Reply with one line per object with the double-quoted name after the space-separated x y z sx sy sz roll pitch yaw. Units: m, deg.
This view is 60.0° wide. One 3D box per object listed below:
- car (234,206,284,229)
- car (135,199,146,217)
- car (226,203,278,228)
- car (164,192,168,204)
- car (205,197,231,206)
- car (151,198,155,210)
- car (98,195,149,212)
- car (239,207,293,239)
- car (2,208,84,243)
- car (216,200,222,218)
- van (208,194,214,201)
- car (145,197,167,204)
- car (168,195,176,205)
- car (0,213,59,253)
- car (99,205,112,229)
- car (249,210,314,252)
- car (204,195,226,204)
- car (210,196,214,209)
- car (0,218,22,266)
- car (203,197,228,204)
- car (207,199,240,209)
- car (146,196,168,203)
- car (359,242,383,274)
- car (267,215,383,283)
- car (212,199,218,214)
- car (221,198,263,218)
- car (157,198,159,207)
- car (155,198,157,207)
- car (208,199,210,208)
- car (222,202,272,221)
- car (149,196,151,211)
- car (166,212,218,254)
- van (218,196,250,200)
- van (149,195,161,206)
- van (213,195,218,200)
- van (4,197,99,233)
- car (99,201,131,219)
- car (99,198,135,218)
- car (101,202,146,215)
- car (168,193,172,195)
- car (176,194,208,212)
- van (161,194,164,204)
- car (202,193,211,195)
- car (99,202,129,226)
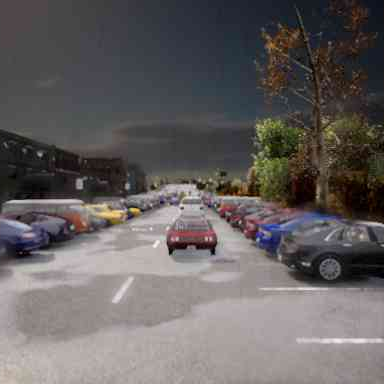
4.920 1.667 17.826 4.792 1.488 2.163 0 -1 0 "car"
-7.503 1.752 31.871 5.366 1.575 1.946 0 0 0 "car"
4.893 1.662 20.774 5.008 1.535 2.097 0 0 0 "car"
-7.737 1.564 60.146 5.566 2.045 2.435 0 1 0 "car"
4.873 1.790 63.024 4.892 1.521 2.231 0 1 0 "car"
-7.702 1.849 43.173 5.008 1.535 2.097 0 0 0 "car"
-7.662 1.527 34.698 5.566 2.045 2.435 0 0 0 "car"
4.888 1.614 15.003 5.008 1.535 2.097 0 -1 0 "car"
-7.705 1.643 14.917 4.792 1.488 2.163 0 0 0 "car"
4.887 1.733 29.245 5.008 1.535 2.097 0 0 0 "car"
4.755 1.648 46.064 4.442 1.987 1.878 0 0 0 "van"
-7.715 1.750 71.451 4.674 1.452 2.002 0 1 0 "car"
-3.327 1.820 64.861 1.812 1.442 4.674 0 1 1 "car"
-7.671 1.629 12.091 4.674 1.452 2.002 0 0 0 "car"
-7.682 1.700 20.568 4.674 1.452 2.002 0 0 0 "car"
4.890 1.590 12.179 5.008 1.535 2.097 0 0 0 "car"
4.831 1.585 71.494 4.553 1.767 2.185 0 1 0 "car"
4.845 1.702 40.540 4.553 1.767 2.185 0 0 0 "car"
-7.674 1.606 9.265 4.674 1.452 2.002 0 -1 0 "car"
4.859 1.735 68.796 5.008 1.535 2.097 0 1 0 "car"
4.867 1.889 51.843 5.008 1.535 2.097 0 1 0 "car"
-7.717 1.724 74.276 4.674 1.452 2.002 0 1 0 "car"
4.912 1.517 3.709 4.892 1.521 2.231 0 -1 0 "car"
4.893 1.567 9.355 4.892 1.521 2.231 0 -1 0 "car"
4.885 1.780 34.767 4.892 1.521 2.231 0 0 0 "car"
4.915 1.584 26.422 4.553 1.767 2.185 0 0 0 "car"
-7.698 1.932 48.833 4.674 1.452 2.002 0 0 0 "car"
-7.701 1.913 45.998 4.674 1.452 2.002 0 0 0 "car"
4.907 1.879 43.236 4.792 1.488 2.163 0 -1 0 "car"
4.881 1.685 23.598 5.008 1.535 2.097 0 0 0 "car"
-7.663 1.700 40.348 4.553 1.767 2.185 0 0 0 "car"
-0.009 1.727 14.092 1.895 1.301 4.718 0 0 0 "car"
4.996 1.529 31.943 4.442 1.987 1.878 0 0 0 "van"
-7.586 1.663 51.790 4.442 1.987 1.878 0 0 0 "van"
4.995 1.577 37.594 4.442 1.987 1.878 0 -1 0 "van"
-7.561 1.411 17.744 4.442 1.987 1.878 0 0 0 "van"
-7.869 1.704 26.219 5.366 1.575 1.946 0 0 0 "car"
-7.655 1.605 29.046 4.553 1.767 2.185 0 0 0 "car"
-7.690 1.842 37.521 4.674 1.452 2.002 0 0 0 "car"
-7.692 1.688 77.103 4.792 1.488 2.163 0 1 0 "car"
-0.020 1.467 29.010 2.150 2.045 5.566 0 0 0 "car"
-7.590 1.615 57.321 4.442 1.987 1.878 0 1 0 "van"
4.843 1.615 54.676 5.566 2.045 2.435 0 1 0 "car"
-7.496 1.681 23.394 5.366 1.575 1.946 0 0 0 "car"
